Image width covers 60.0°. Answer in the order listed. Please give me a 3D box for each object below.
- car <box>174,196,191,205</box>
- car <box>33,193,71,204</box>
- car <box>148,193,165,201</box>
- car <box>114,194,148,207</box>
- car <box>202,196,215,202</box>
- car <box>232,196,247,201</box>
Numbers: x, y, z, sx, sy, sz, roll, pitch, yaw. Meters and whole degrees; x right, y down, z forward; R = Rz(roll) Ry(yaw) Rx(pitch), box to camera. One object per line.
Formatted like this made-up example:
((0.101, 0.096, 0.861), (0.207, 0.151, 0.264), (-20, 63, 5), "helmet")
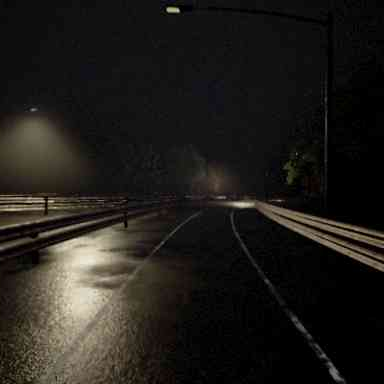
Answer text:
((-1.761, 1.387, 57.972), (1.882, 1.535, 5.008), (1, 0, 23), "car")
((-16.921, 0.913, 40.516), (2.097, 1.767, 4.553), (0, -1, 23), "car")
((-5.773, 1.327, 57.529), (1.837, 1.490, 4.892), (0, -1, 23), "car")
((-8.130, 1.012, 43.202), (2.097, 1.767, 4.553), (0, -1, 23), "car")
((3.992, 1.710, 80.413), (1.994, 1.385, 4.181), (0, -1, 23), "car")
((13.393, 1.907, 93.570), (1.812, 1.442, 4.674), (0, -1, 23), "car")
